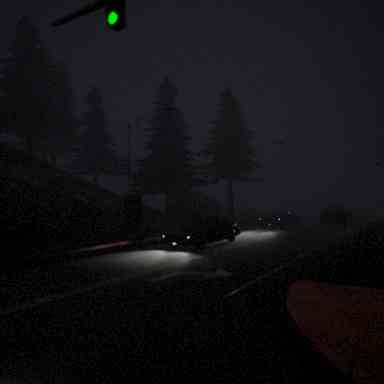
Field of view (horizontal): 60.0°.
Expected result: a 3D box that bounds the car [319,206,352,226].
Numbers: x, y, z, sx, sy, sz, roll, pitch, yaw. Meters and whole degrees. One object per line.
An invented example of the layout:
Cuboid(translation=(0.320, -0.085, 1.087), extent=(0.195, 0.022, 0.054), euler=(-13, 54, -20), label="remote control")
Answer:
Cuboid(translation=(11.947, 1.890, 27.512), extent=(1.882, 1.535, 5.008), euler=(-3, -2, 34), label="car")

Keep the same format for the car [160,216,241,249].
Cuboid(translation=(0.663, 1.944, 17.019), extent=(2.033, 1.411, 5.357), euler=(-3, -2, 34), label="car")

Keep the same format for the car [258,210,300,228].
Cuboid(translation=(6.955, 2.117, 26.394), extent=(1.895, 1.301, 4.718), euler=(-3, -2, 34), label="car")
